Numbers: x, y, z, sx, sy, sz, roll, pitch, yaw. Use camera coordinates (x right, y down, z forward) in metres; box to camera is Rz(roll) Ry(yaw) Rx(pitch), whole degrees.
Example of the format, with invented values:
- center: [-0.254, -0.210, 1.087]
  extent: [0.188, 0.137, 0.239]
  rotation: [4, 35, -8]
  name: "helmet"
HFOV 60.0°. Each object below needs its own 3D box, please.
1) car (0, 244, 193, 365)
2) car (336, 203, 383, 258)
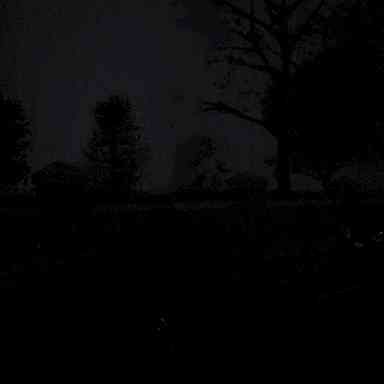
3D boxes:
- center: [-1.981, 1.565, 5.146]
  extent: [4.313, 1.339, 1.947]
  rotation: [0, 0, -35]
  name: "car"
- center: [7.187, 1.310, 11.683]
  extent: [5.009, 1.841, 2.192]
  rotation: [0, 0, -35]
  name: "car"
